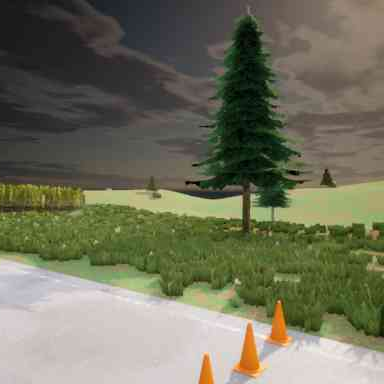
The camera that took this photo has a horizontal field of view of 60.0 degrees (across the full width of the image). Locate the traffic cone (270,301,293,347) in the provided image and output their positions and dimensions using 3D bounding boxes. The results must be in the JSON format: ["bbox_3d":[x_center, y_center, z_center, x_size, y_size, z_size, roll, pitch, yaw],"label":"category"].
[{"bbox_3d":[1.320,1.955,5.050,0.340,0.580,0.340,0,0,36],"label":"traffic cone"}]

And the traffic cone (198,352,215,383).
[{"bbox_3d":[0.150,1.955,3.427,0.340,0.580,0.340,0,0,36],"label":"traffic cone"}]

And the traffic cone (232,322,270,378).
[{"bbox_3d":[0.735,1.955,4.239,0.340,0.580,0.340,0,0,36],"label":"traffic cone"}]
